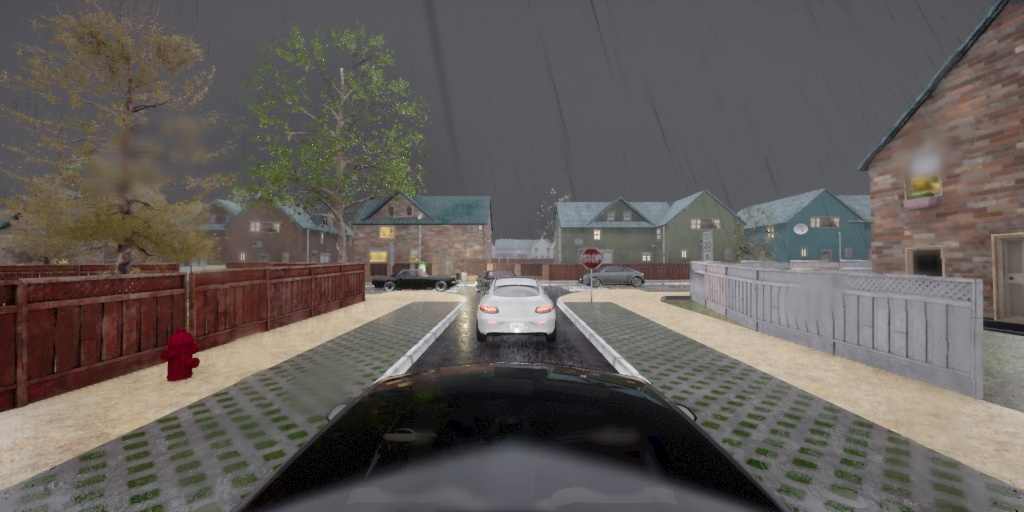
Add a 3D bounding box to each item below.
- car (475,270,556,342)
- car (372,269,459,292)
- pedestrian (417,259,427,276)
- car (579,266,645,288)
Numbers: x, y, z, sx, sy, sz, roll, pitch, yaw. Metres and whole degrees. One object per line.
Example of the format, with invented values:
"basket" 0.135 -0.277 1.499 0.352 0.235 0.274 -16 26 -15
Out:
"car" 0.100 1.279 9.707 1.812 1.442 4.674 0 0 0
"car" -5.490 1.416 20.909 4.718 1.301 1.895 -1 -1 1
"pedestrian" -6.711 1.118 26.793 0.375 1.860 0.375 0 -1 1
"car" 6.529 1.344 23.704 4.181 1.385 1.994 0 -1 1
